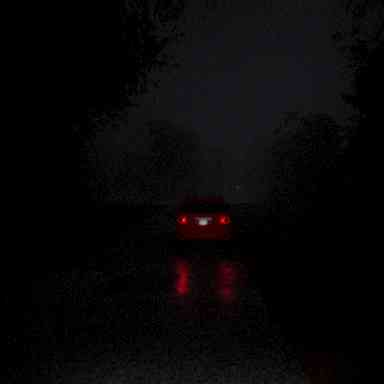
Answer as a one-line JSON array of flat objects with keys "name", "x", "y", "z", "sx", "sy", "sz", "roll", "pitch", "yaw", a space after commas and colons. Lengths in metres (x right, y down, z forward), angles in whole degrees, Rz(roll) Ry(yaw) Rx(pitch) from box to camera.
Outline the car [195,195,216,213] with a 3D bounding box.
[{"name": "car", "x": 1.385, "y": 1.088, "z": 32.913, "sx": 1.882, "sy": 1.535, "sz": 5.008, "roll": 0, "pitch": 1, "yaw": 3}]

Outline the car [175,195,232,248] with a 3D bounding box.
[{"name": "car", "x": 0.513, "y": 1.135, "z": 14.579, "sx": 2.150, "sy": 2.045, "sz": 5.566, "roll": 0, "pitch": 1, "yaw": 2}]
